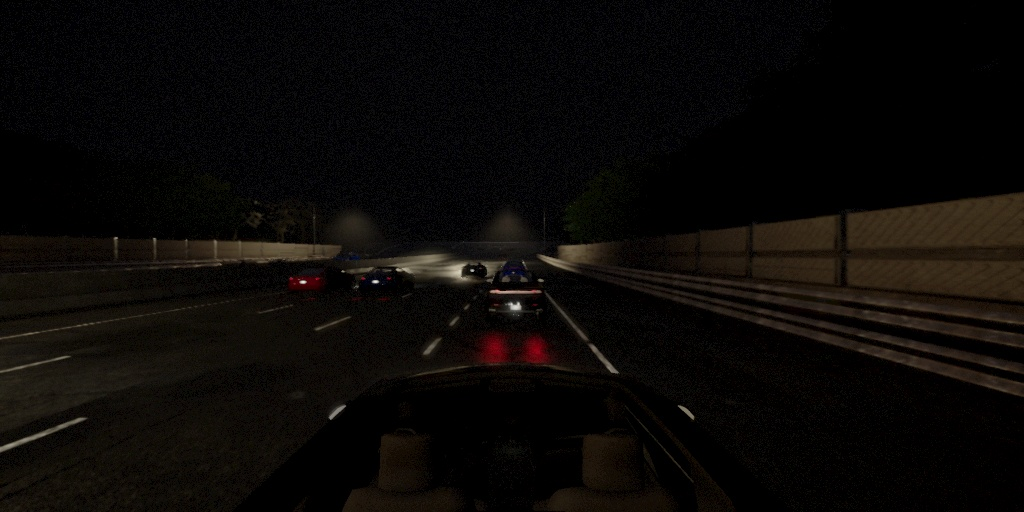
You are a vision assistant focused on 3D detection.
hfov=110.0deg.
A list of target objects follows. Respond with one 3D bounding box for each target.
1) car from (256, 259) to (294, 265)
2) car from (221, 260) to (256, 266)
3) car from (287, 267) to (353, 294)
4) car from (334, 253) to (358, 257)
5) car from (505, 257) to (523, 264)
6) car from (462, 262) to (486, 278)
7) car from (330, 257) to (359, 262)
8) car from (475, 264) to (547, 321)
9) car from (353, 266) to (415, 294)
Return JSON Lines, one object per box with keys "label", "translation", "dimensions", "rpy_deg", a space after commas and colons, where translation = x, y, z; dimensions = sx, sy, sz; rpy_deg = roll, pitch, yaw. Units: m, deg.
{"label": "car", "translation": [-27.909, 1.088, 42.977], "dimensions": [1.994, 1.385, 4.181], "rpy_deg": [0, 1, 1]}
{"label": "car", "translation": [-31.424, 1.141, 41.870], "dimensions": [1.895, 1.301, 4.718], "rpy_deg": [0, 1, 1]}
{"label": "car", "translation": [-10.369, 1.265, 19.821], "dimensions": [1.994, 1.385, 4.181], "rpy_deg": [0, 0, 0]}
{"label": "car", "translation": [-24.311, 0.577, 52.307], "dimensions": [2.150, 2.045, 5.566], "rpy_deg": [0, 1, 1]}
{"label": "car", "translation": [0.180, 1.139, 30.571], "dimensions": [1.882, 1.535, 5.008], "rpy_deg": [0, 0, 0]}
{"label": "car", "translation": [-3.407, 1.209, 33.018], "dimensions": [1.994, 1.385, 4.181], "rpy_deg": [0, 0, 0]}
{"label": "car", "translation": [-20.914, 1.117, 43.538], "dimensions": [1.895, 1.301, 4.718], "rpy_deg": [0, 1, 1]}
{"label": "car", "translation": [0.111, 1.213, 12.382], "dimensions": [2.128, 1.511, 4.902], "rpy_deg": [0, 0, 0]}
{"label": "car", "translation": [-6.868, 1.265, 20.071], "dimensions": [1.994, 1.385, 4.181], "rpy_deg": [0, 0, 0]}
